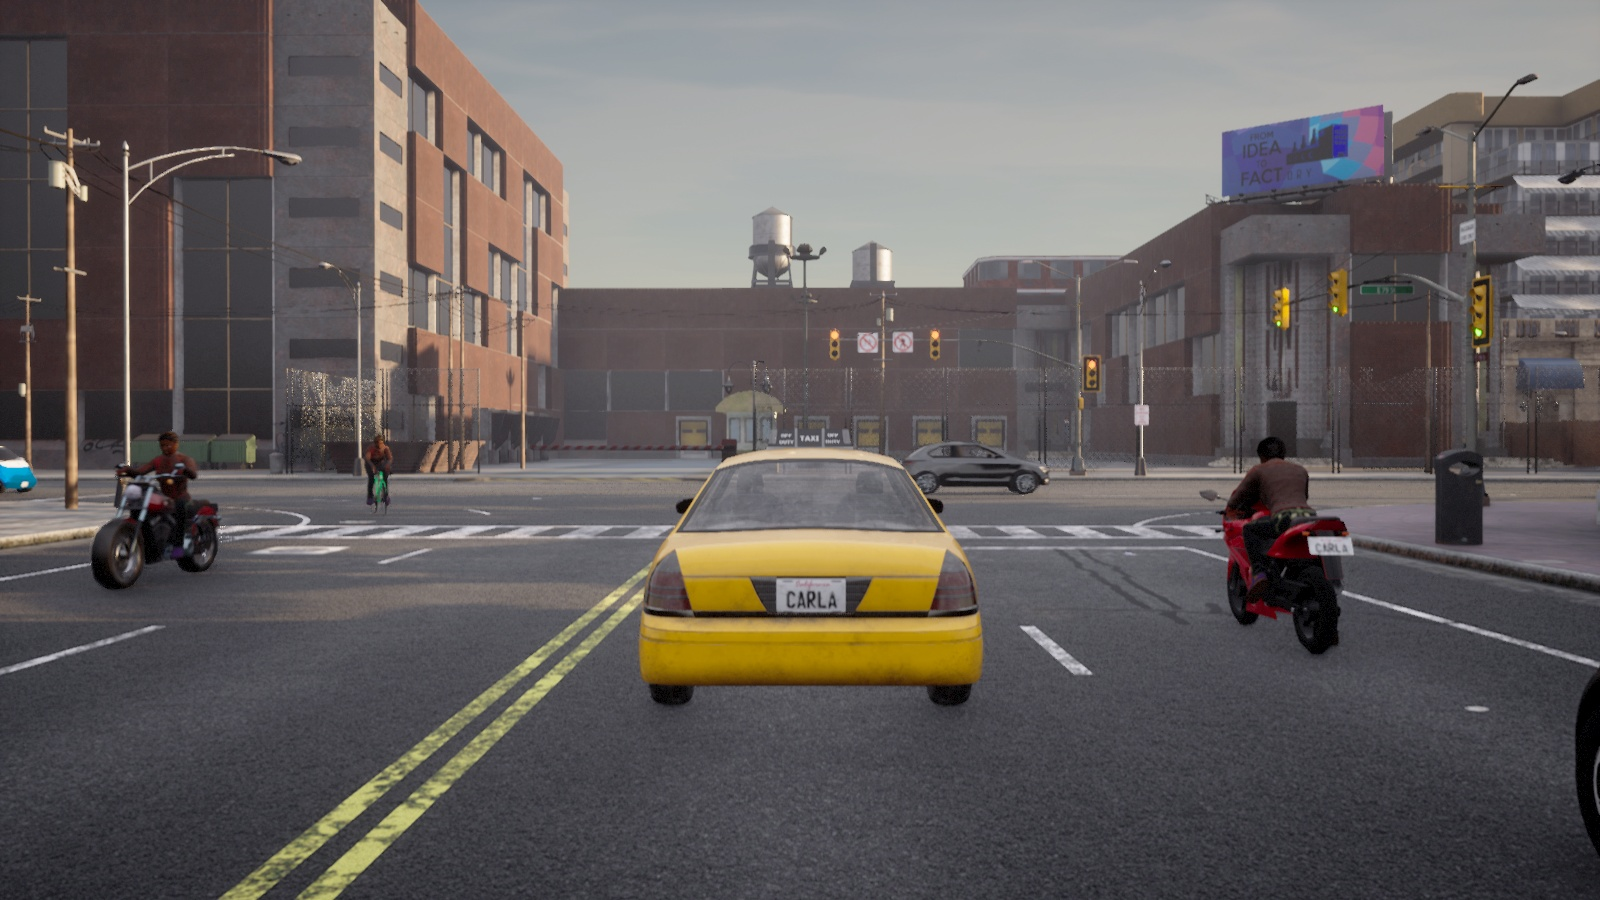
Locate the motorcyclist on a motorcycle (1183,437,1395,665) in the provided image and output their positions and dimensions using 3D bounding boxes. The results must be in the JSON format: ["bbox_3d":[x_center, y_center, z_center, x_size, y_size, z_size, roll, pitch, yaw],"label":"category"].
[{"bbox_3d":[3.570,0.667,9.395,0.797,1.523,2.044,0,0,0],"label":"motorcyclist on a motorcycle"}]

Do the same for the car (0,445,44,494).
[{"bbox_3d":[-23.214,0.538,35.981,2.207,1.376,1.481,0,0,1],"label":"car"}]

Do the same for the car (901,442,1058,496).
[{"bbox_3d":[5.022,0.522,35.564,4.193,1.474,1.816,0,0,1],"label":"car"}]

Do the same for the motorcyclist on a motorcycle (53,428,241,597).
[{"bbox_3d":[-6.897,0.600,13.429,0.766,1.649,2.350,0,1,0],"label":"motorcyclist on a motorcycle"}]

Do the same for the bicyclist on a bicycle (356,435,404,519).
[{"bbox_3d":[-8.514,0.519,25.440,0.582,1.620,1.656,-1,1,-29],"label":"bicyclist on a bicycle"}]

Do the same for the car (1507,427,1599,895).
[{"bbox_3d":[3.529,0.708,2.847,1.789,1.549,3.705,0,0,1],"label":"car"}]

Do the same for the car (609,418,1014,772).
[{"bbox_3d":[0.064,0.629,8.274,1.801,1.575,5.366,0,0,0],"label":"car"}]
